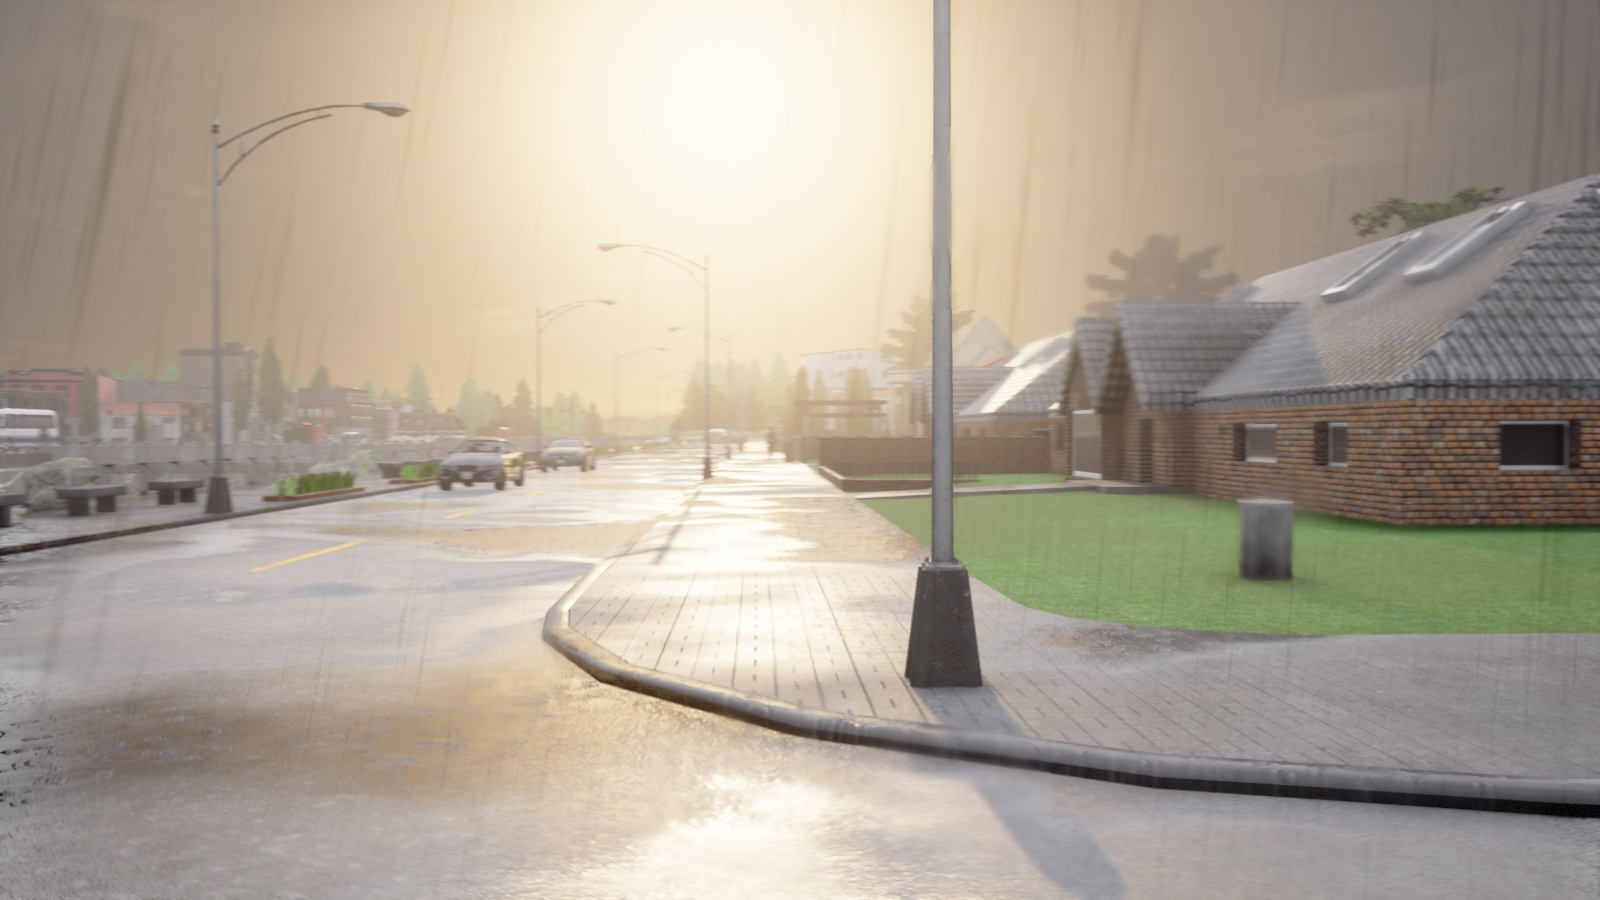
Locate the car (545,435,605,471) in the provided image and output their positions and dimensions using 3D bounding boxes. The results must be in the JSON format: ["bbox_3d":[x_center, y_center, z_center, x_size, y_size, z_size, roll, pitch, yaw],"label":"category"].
[{"bbox_3d":[-9.438,0.102,52.906,1.812,1.442,4.674,0,1,-2],"label":"car"}]

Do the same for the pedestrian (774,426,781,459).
[{"bbox_3d":[-1.253,-0.412,70.379,0.328,1.805,0.869,0,1,-3],"label":"pedestrian"}]

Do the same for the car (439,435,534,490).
[{"bbox_3d":[-8.976,0.315,36.258,1.816,1.474,4.193,0,1,-2],"label":"car"}]
